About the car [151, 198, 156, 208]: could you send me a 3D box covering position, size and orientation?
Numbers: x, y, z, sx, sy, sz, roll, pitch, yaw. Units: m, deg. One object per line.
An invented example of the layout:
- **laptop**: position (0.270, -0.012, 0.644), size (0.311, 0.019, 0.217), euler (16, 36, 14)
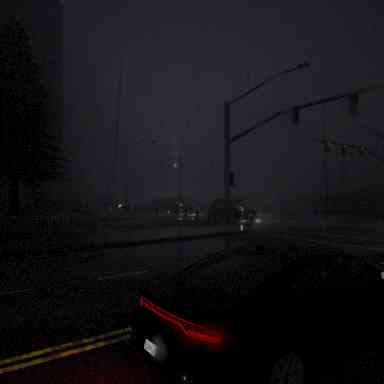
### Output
- **car**: position (-3.821, 1.478, 45.242), size (1.882, 1.535, 5.008), euler (0, 1, -36)

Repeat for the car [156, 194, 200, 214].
- **car**: position (-1.617, 1.353, 36.154), size (2.097, 1.767, 4.553), euler (0, 0, -36)

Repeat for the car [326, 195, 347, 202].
- **car**: position (32.395, 1.364, 74.704), size (1.784, 1.438, 3.905), euler (0, 0, -35)

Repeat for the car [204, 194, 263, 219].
- **car**: position (3.522, 1.352, 28.986), size (2.097, 1.767, 4.553), euler (0, 0, -36)

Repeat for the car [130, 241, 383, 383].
- **car**: position (1.587, 1.478, 4.927), size (5.008, 1.535, 1.882), euler (0, 0, -35)

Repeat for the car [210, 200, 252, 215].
- **car**: position (3.990, 1.564, 34.338), size (1.994, 1.385, 4.181), euler (0, 0, -36)

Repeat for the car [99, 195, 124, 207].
- **car**: position (-12.942, 1.492, 52.007), size (2.128, 1.511, 4.902), euler (0, 0, -35)

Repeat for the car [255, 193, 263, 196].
- **car**: position (14.586, 1.364, 80.534), size (1.784, 1.438, 3.905), euler (0, 0, -35)

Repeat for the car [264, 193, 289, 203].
- **car**: position (16.283, 1.395, 63.207), size (1.970, 1.475, 3.806), euler (0, 0, -35)

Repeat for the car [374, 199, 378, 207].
- **car**: position (24.205, 1.156, 47.406), size (1.905, 1.878, 3.866), euler (0, 0, -35)

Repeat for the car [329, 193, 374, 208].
- **car**: position (21.815, 1.153, 45.773), size (1.932, 1.855, 4.605), euler (0, 0, -35)

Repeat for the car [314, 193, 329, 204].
- **car**: position (29.998, 1.153, 73.077), size (1.932, 1.855, 4.605), euler (0, 0, -35)

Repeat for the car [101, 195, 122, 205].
- **car**: position (-14.665, 1.364, 60.532), size (2.097, 1.767, 4.553), euler (0, 0, -36)

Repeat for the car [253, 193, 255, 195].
- **car**: position (12.227, 1.395, 78.856), size (1.970, 1.475, 3.806), euler (0, 0, -35)
